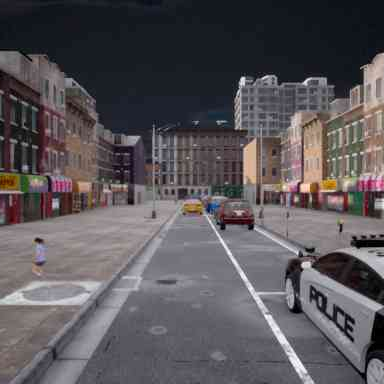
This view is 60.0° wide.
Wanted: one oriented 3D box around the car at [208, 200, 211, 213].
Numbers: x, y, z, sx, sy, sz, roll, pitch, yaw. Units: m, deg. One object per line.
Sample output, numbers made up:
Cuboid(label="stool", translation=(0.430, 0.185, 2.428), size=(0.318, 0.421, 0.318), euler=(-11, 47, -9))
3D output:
Cuboid(label="car", translation=(2.624, 1.553, 26.380), size=(2.008, 1.369, 4.403), euler=(0, 0, 0))

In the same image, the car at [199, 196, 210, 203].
Cuboid(label="car", translation=(2.606, 1.559, 70.184), size=(2.008, 1.369, 4.403), euler=(0, 0, 0))

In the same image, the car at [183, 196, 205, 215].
Cuboid(label="car", translation=(0.080, 1.481, 34.248), size=(1.882, 1.535, 5.008), euler=(0, 0, 0))

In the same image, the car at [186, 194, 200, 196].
Cuboid(label="car", translation=(0.094, 1.227, 44.569), size=(2.150, 2.045, 5.566), euler=(0, 0, -2))

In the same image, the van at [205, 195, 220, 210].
Cuboid(label="van", translation=(2.617, 1.346, 42.806), size=(1.690, 1.788, 3.998), euler=(0, 0, 0))

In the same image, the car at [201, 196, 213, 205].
Cuboid(label="car", translation=(2.610, 1.447, 59.233), size=(1.967, 1.590, 4.097), euler=(0, 0, 0))

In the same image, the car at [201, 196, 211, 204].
Cuboid(label="car", translation=(2.608, 1.533, 64.878), size=(1.752, 1.417, 4.829), euler=(0, 0, 0))

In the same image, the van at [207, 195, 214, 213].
Cuboid(label="van", translation=(2.621, 1.345, 31.855), size=(1.690, 1.788, 3.998), euler=(0, 0, 0))

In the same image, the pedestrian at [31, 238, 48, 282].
Cuboid(label="pedestrian", translation=(-3.525, 1.521, 7.726), size=(0.500, 1.100, 0.500), euler=(0, 0, 0))

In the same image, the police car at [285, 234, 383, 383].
Cuboid(label="police car", translation=(2.748, 1.425, 4.721), size=(1.930, 1.638, 5.238), euler=(0, 0, 0))

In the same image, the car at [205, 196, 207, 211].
Cuboid(label="car", translation=(2.619, 1.319, 37.330), size=(2.192, 1.841, 5.009), euler=(0, 0, 0))

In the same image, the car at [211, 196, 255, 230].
Cuboid(label="car", translation=(2.626, 1.317, 20.904), size=(2.192, 1.841, 5.009), euler=(0, 0, 0))

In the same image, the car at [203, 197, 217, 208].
Cuboid(label="car", translation=(2.615, 1.531, 48.452), size=(1.752, 1.417, 4.829), euler=(0, 0, 0))
